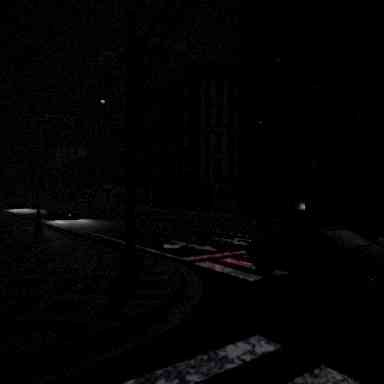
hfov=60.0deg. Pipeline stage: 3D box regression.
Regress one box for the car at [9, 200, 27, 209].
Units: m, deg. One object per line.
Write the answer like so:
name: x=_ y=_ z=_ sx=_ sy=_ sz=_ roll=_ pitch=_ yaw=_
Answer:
car: x=-25.695 y=1.810 z=49.202 sx=1.895 sy=1.301 sz=4.718 roll=1 pitch=-1 yaw=-36

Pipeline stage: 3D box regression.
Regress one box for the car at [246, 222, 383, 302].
car: x=3.446 y=1.559 z=8.674 sx=1.812 sy=1.442 sz=4.674 roll=1 pitch=0 yaw=-36

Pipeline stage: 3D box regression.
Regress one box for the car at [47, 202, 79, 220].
car: x=-11.459 y=1.651 z=29.407 sx=1.812 sy=1.442 sz=4.674 roll=1 pitch=-1 yaw=-36
